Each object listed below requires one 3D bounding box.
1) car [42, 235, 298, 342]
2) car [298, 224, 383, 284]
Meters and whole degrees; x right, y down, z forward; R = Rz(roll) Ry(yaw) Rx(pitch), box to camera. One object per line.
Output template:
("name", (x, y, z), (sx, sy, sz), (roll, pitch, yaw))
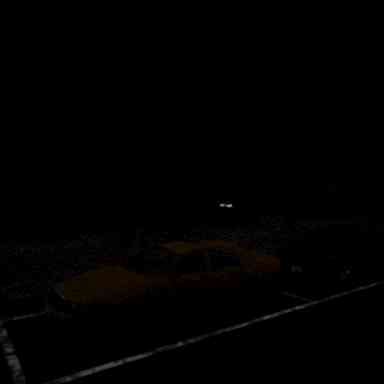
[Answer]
("car", (-0.235, 1.559, 6.483), (4.829, 1.417, 1.752), (1, 0, -36))
("car", (4.489, 1.656, 9.858), (4.313, 1.339, 1.947), (1, 0, -36))
